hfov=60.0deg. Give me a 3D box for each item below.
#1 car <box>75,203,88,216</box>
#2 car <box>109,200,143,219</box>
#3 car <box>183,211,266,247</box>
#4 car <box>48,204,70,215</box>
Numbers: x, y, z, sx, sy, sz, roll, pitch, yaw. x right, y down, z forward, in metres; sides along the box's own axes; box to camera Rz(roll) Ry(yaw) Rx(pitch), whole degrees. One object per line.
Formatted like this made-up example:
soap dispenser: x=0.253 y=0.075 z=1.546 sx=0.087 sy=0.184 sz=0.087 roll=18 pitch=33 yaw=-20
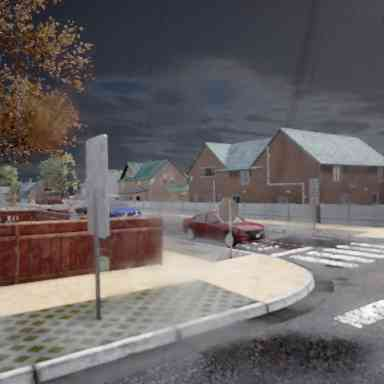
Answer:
car: x=-13.667 y=2.171 z=42.972 sx=1.882 sy=1.535 sz=5.008 roll=-2 pitch=0 yaw=-36
car: x=-6.145 y=1.714 z=27.492 sx=2.150 sy=2.045 sz=5.566 roll=-2 pitch=0 yaw=-36
car: x=1.487 y=1.747 z=16.925 sx=1.882 sy=1.535 sz=5.008 roll=-2 pitch=0 yaw=-36
car: x=-17.202 y=2.282 z=42.938 sx=1.882 sy=1.535 sz=5.008 roll=-2 pitch=0 yaw=-35
